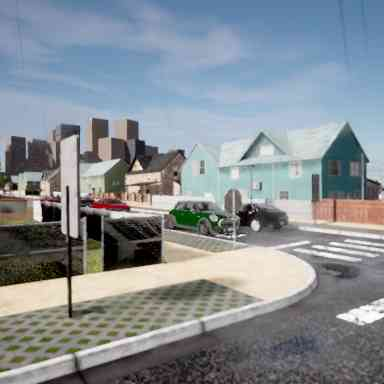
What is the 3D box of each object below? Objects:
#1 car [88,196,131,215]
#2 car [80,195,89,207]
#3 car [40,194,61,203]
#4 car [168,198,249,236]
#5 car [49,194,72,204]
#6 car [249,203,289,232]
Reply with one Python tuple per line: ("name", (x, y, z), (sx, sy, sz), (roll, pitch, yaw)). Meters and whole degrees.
("car", (-6.913, 1.289, 28.491), (1.882, 1.535, 5.008), (-1, 1, -36))
("car", (-14.358, 1.135, 43.516), (2.128, 1.511, 4.902), (-1, 1, -36))
("car", (-19.484, 1.243, 45.773), (1.895, 1.301, 4.718), (-1, 1, -36))
("car", (0.590, 1.266, 18.267), (2.097, 1.767, 4.553), (-1, 1, -36))
("car", (-20.509, 1.055, 51.821), (2.128, 1.511, 4.902), (-1, 1, -36))
("car", (3.292, 1.383, 19.404), (1.837, 1.490, 4.892), (-1, 1, -36))
